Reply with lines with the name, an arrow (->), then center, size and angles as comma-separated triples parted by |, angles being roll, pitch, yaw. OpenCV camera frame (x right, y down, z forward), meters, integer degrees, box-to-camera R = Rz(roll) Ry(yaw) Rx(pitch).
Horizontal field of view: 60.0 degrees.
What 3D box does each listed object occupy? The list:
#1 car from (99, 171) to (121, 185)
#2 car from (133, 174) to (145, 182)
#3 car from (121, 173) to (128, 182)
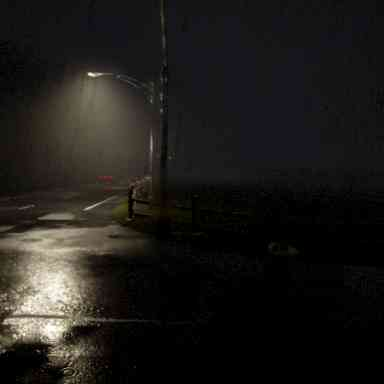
car -> -12.884, -2.214, 51.477 | 2.150, 2.045, 5.566 | 1, 4, -3
car -> -10.198, -2.631, 63.793 | 1.837, 1.490, 4.892 | 1, 4, -3
car -> -13.745, -2.901, 64.549 | 2.097, 1.767, 4.553 | 1, 3, -3
